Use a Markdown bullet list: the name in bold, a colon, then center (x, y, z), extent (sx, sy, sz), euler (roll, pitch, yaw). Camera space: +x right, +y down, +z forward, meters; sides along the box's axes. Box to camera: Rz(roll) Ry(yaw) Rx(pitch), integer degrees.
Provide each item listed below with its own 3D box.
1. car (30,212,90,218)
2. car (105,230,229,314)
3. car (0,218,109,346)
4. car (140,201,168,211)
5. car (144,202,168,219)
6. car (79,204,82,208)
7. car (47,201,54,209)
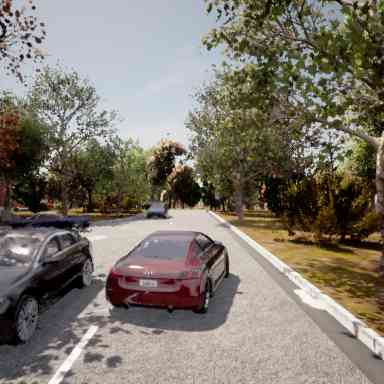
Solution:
- **car**: center (-8.855, 1.927, 21.469), extent (4.718, 1.301, 1.895), euler (-1, -2, -13)
- **car**: center (-0.306, 1.588, 7.817), extent (1.994, 1.385, 4.181), euler (0, 0, 13)
- **car**: center (-3.356, 1.509, 6.466), extent (2.128, 1.511, 4.902), euler (0, 0, 0)
- **car**: center (-6.415, 2.370, 55.668), extent (4.902, 1.511, 2.128), euler (-2, -3, 44)
- **car**: center (-3.363, 1.920, 33.099), extent (2.033, 1.411, 5.357), euler (0, -1, 0)
- **car**: center (-27.382, 3.284, 87.881), extent (2.150, 2.045, 5.566), euler (-1, -2, 23)
- **car**: center (-26.772, 2.478, 63.147), extent (4.553, 1.767, 2.097), euler (0, -2, 7)
